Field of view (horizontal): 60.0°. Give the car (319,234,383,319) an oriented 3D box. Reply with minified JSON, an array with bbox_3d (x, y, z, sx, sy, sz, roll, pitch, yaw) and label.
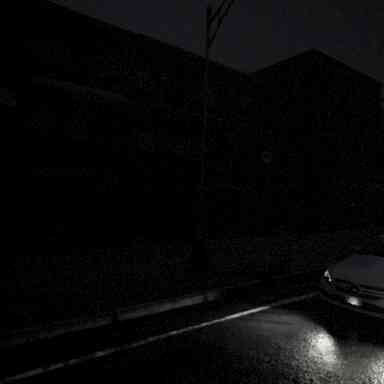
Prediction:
[{"bbox_3d":[4.633,1.591,6.981,4.674,1.442,1.812,1,0,-35],"label":"car"}]
